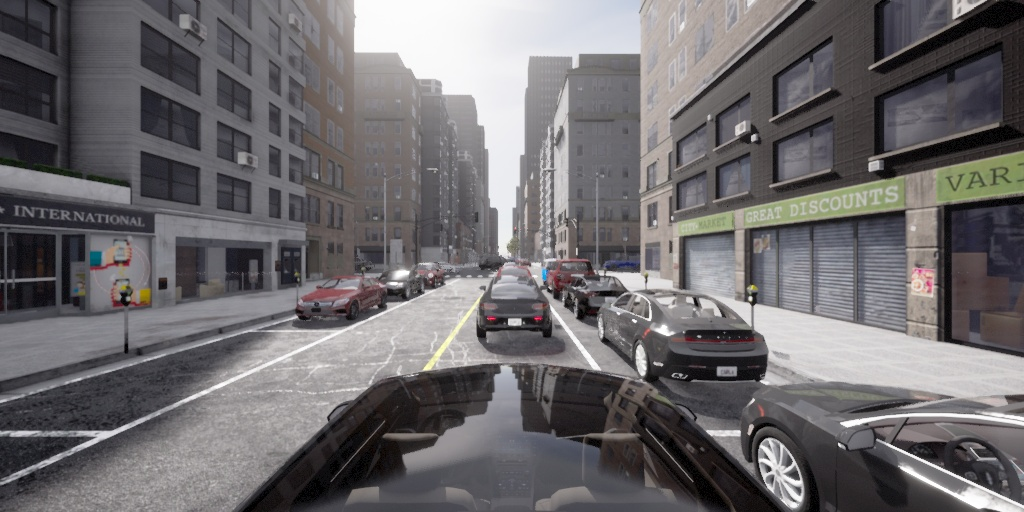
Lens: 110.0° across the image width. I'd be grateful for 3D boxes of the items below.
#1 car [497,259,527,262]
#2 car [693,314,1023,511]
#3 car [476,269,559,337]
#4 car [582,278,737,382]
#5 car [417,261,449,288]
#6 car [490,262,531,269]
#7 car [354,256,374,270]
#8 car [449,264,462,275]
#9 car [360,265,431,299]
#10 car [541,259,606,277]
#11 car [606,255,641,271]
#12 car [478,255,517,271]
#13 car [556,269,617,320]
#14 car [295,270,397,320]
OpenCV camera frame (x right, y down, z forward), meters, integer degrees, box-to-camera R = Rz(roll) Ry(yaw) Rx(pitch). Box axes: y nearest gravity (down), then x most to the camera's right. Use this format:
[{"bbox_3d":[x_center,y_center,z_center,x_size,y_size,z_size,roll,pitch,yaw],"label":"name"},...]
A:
[{"bbox_3d":[0.071,1.249,27.703,1.837,1.490,4.892,0,0,2],"label":"car"},{"bbox_3d":[2.859,1.300,1.425,2.007,1.370,4.403,0,0,0],"label":"car"},{"bbox_3d":[0.040,1.274,10.135,1.812,1.442,4.674,0,0,-1],"label":"car"},{"bbox_3d":[2.860,1.299,6.948,2.007,1.370,4.403,0,0,0],"label":"car"},{"bbox_3d":[-5.661,1.184,23.516,1.967,1.591,4.097,0,0,0],"label":"car"},{"bbox_3d":[0.103,1.224,17.531,1.882,1.535,5.008,0,0,0],"label":"car"},{"bbox_3d":[-19.769,0.980,43.437,5.566,2.045,2.150,0,0,0],"label":"car"},{"bbox_3d":[-7.739,1.265,39.115,4.674,1.442,1.812,0,-1,17],"label":"car"},{"bbox_3d":[-5.663,1.312,17.991,1.948,1.339,4.313,0,0,0],"label":"car"},{"bbox_3d":[2.863,1.061,17.996,2.192,1.841,5.009,0,0,0],"label":"car"},{"bbox_3d":[14.843,0.950,47.050,5.566,2.045,2.150,0,0,2],"label":"car"},{"bbox_3d":[-2.245,0.963,48.896,2.150,2.045,5.566,1,1,38],"label":"car"},{"bbox_3d":[2.862,1.313,12.472,1.948,1.339,4.313,0,0,0],"label":"car"},{"bbox_3d":[-5.664,1.329,12.466,1.802,1.307,4.207,0,0,0],"label":"car"}]
